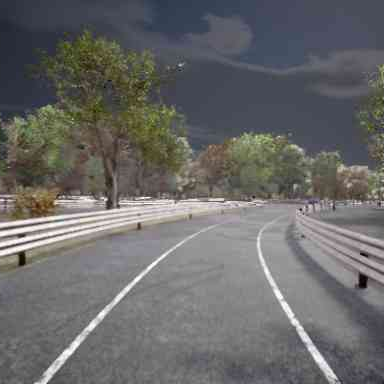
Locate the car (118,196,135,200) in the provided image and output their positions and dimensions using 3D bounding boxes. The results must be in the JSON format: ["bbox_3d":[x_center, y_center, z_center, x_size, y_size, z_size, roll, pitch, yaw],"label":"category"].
[{"bbox_3d":[-9.507,1.426,50.932,2.097,1.767,4.553,2,0,45],"label":"car"}]

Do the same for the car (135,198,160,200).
[{"bbox_3d":[-5.575,1.688,49.927,1.882,1.535,5.008,2,0,45],"label":"car"}]

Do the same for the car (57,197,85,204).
[{"bbox_3d":[-17.598,1.365,47.756,1.994,1.385,4.181,2,0,45],"label":"car"}]

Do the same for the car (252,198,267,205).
[{"bbox_3d":[16.578,2.354,82.161,2.097,1.767,4.553,2,0,45],"label":"car"}]
